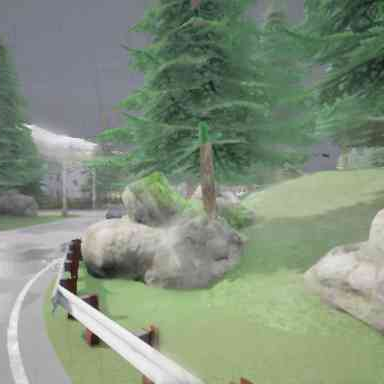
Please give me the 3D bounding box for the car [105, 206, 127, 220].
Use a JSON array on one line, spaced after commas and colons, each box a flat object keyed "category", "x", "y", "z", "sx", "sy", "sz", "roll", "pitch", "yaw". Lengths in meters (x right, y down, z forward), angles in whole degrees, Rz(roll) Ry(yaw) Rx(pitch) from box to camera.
[{"category": "car", "x": -6.829, "y": 2.008, "z": 31.395, "sx": 1.994, "sy": 1.385, "sz": 4.181, "roll": 0, "pitch": -1, "yaw": -1}]
